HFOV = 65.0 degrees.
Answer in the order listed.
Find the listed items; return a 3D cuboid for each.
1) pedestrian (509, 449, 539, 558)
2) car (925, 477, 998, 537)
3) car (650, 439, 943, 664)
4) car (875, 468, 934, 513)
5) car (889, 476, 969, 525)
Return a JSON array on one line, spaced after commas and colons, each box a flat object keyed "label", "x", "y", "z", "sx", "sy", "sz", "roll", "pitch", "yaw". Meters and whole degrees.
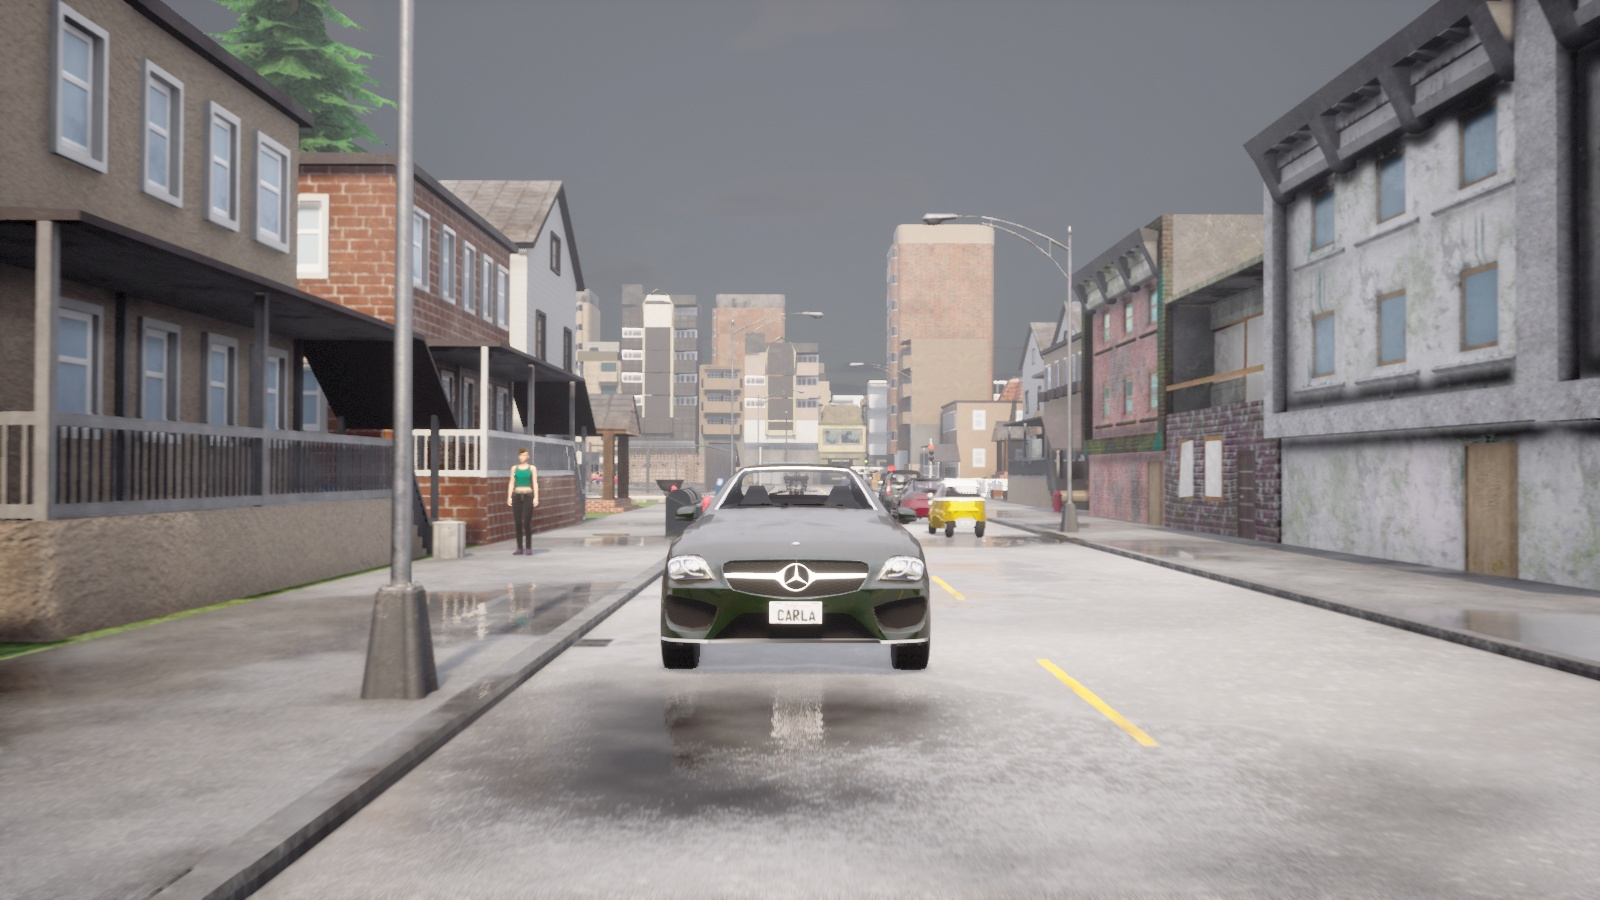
[{"label": "pedestrian", "x": -4.703, "y": 0.902, "z": 21.435, "sx": 0.345, "sy": 1.836, "sz": 0.594, "roll": 0, "pitch": -1, "yaw": 4}, {"label": "car", "x": 3.921, "y": 1.369, "z": 30.779, "sx": 1.481, "sy": 1.376, "sz": 2.207, "roll": 0, "pitch": -1, "yaw": 0}, {"label": "car", "x": -0.031, "y": 0.790, "z": 11.770, "sx": 2.152, "sy": 1.651, "sz": 5.027, "roll": 0, "pitch": -1, "yaw": 0}, {"label": "car", "x": 3.879, "y": 1.484, "z": 47.014, "sx": 1.851, "sy": 1.617, "sz": 3.988, "roll": 0, "pitch": -1, "yaw": 0}, {"label": "car", "x": 3.906, "y": 1.512, "z": 38.737, "sx": 1.994, "sy": 1.385, "sz": 4.181, "roll": 0, "pitch": -1, "yaw": -1}]
